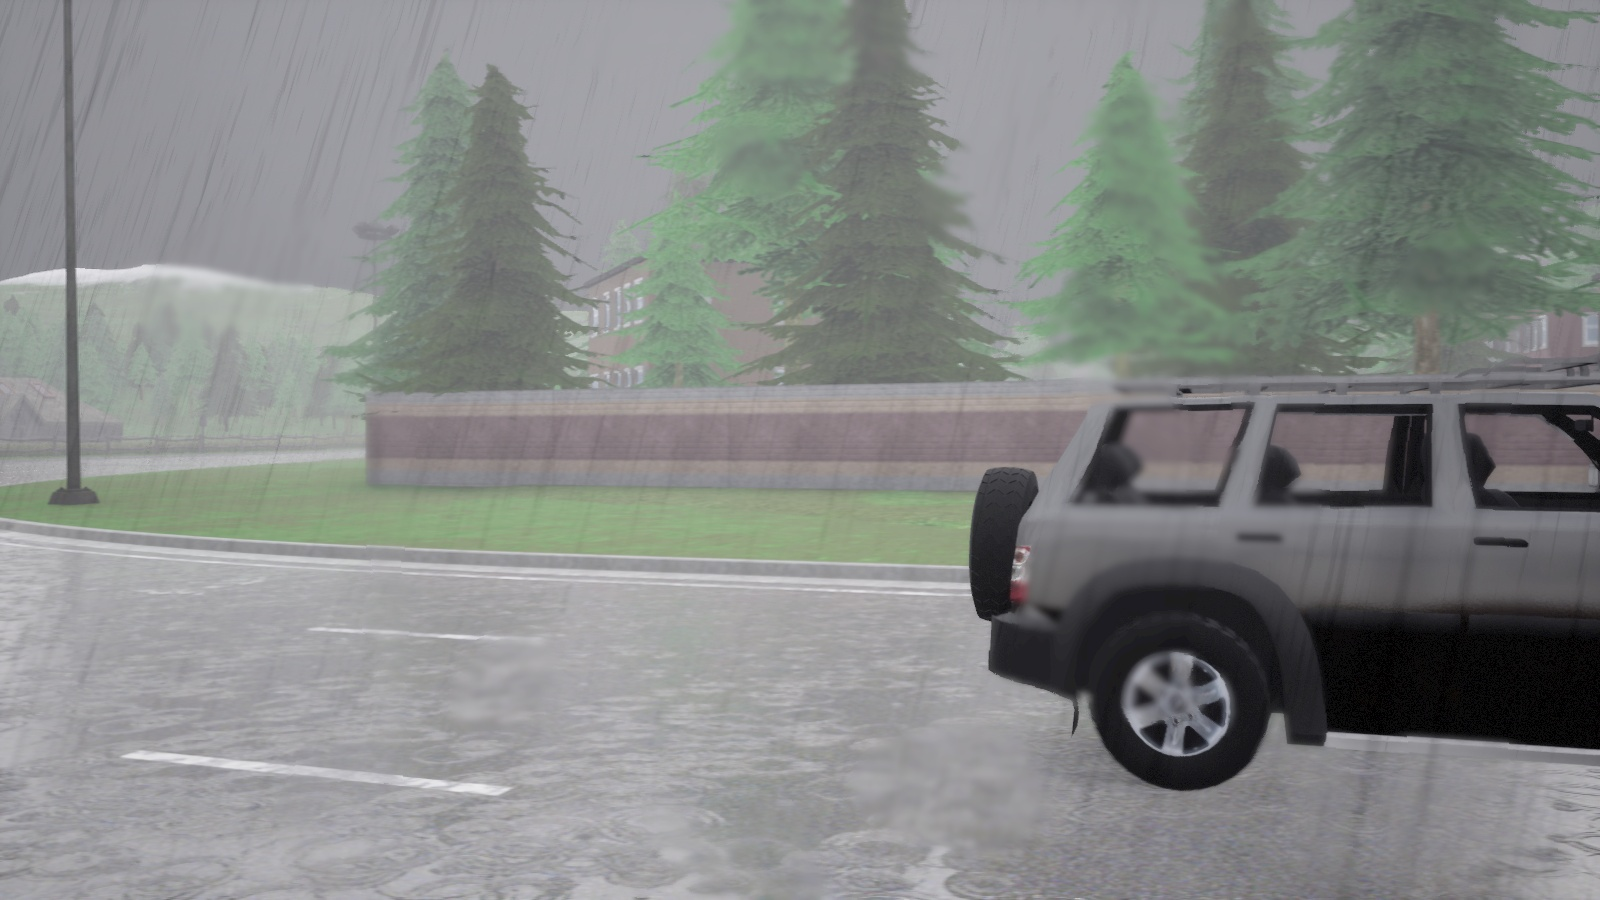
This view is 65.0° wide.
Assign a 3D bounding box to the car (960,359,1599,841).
[{"bbox_3d":[3.211,0.563,5.800,4.605,1.855,1.932,0,1,18],"label":"car"}]
